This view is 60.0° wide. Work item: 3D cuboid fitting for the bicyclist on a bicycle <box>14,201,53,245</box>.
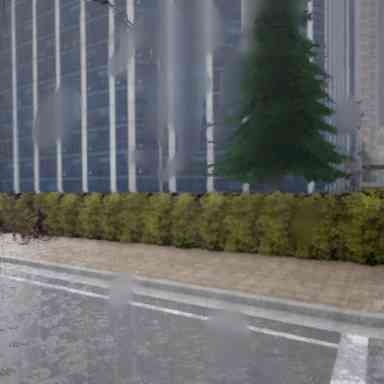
[{"bbox_3d":[-6.071,1.165,12.798,0.582,1.620,1.656,0,1,30],"label":"bicyclist on a bicycle"}]
